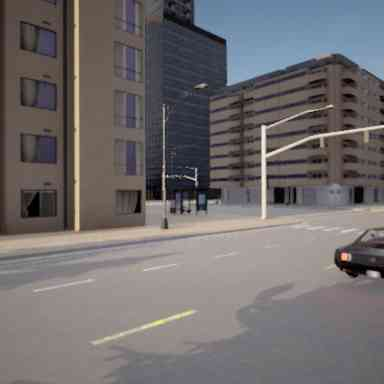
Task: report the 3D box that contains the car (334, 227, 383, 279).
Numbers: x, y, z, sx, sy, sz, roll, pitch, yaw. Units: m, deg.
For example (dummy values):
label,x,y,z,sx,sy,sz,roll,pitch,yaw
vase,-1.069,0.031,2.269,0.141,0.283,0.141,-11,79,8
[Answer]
label,x,y,z,sx,sy,sz,roll,pitch,yaw
car,5.876,1.620,9.192,4.718,1.301,1.895,0,0,-42
